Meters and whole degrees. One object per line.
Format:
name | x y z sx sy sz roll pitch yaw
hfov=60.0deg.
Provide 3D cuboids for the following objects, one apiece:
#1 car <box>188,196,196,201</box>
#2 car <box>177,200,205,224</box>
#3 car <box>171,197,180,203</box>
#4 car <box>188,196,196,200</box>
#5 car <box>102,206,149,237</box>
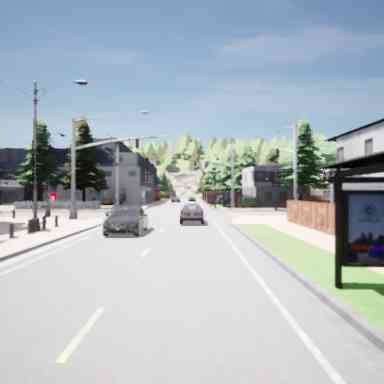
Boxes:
car | -0.037 1.728 89.162 2.033 1.411 5.357 0 0 0
car | 0.009 1.607 25.436 2.033 1.411 5.357 0 0 0
car | -3.530 1.720 72.651 1.994 1.385 4.181 0 0 0
car | -0.033 1.776 78.895 1.895 1.301 4.718 0 0 0
car | -3.550 1.549 18.405 1.837 1.490 4.892 0 0 1
